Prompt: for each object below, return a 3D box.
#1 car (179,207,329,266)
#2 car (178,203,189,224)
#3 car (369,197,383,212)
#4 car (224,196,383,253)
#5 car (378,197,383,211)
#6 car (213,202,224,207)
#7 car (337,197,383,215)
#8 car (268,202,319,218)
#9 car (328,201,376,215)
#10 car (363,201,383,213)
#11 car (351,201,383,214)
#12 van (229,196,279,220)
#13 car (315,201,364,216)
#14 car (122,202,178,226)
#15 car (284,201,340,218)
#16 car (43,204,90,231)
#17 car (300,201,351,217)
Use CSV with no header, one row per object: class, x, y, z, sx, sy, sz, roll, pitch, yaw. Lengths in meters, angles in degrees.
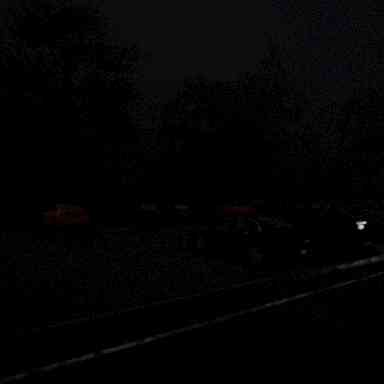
car,1.900,1.506,11.780,2.231,1.521,4.892,1,0,-35
car,-1.131,1.593,25.686,2.002,1.452,4.674,1,0,-35
car,28.353,1.778,46.692,2.435,2.045,5.566,1,-1,-36
car,4.164,1.275,13.433,2.435,2.045,5.566,1,0,-35
car,30.518,1.821,48.240,2.435,2.045,5.566,1,-1,-36
car,3.425,1.487,28.891,2.185,1.767,4.553,1,0,-35
car,21.555,1.652,41.837,2.435,2.045,5.566,1,-1,-36
car,10.206,1.759,33.762,2.002,1.452,4.674,1,-1,-36
car,19.254,1.895,40.263,2.163,1.488,4.792,1,-1,-36
car,25.969,2.023,45.021,2.002,1.452,4.674,1,-1,-36
car,23.806,1.944,43.473,2.097,1.535,5.008,1,-1,-36
van,5.605,1.420,30.625,1.878,1.987,4.442,1,0,-35
car,17.022,1.858,38.597,2.163,1.488,4.792,1,-1,-36
car,-3.403,1.527,24.073,2.097,1.535,5.008,0,0,-35
car,12.580,1.752,35.232,1.946,1.575,5.366,1,-1,-36
car,-7.934,1.487,20.837,2.097,1.535,5.008,0,0,-35
car,14.742,1.792,36.998,2.097,1.535,5.008,1,-1,-36
